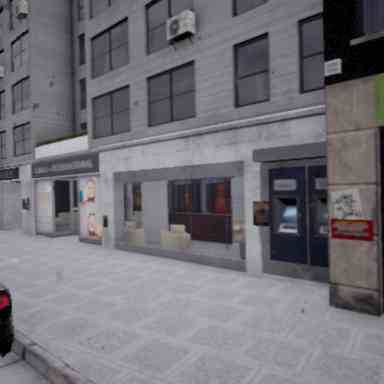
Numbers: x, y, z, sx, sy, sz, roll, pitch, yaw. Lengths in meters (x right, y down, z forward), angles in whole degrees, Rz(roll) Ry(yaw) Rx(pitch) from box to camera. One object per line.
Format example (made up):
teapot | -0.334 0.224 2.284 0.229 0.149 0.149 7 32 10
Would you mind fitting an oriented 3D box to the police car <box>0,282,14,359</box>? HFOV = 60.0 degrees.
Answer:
police car | -4.515 1.469 5.049 5.238 1.638 1.930 -1 1 42
